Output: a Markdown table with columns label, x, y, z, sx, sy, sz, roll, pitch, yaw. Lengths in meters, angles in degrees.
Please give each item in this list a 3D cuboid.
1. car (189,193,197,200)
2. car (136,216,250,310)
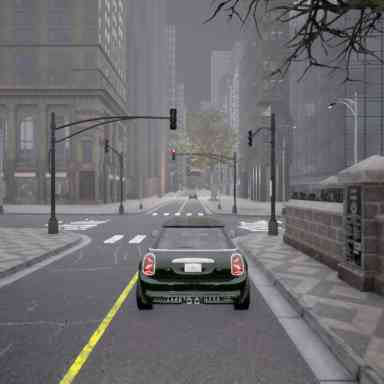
| label | x | y | z | sx | sy | sz | roll | pitch | yaw |
| --- | --- | --- | --- | --- | --- | --- | --- | --- | --- |
| car | 0.243 | 0.937 | 81.241 | 2.097 | 1.767 | 4.553 | 0 | 1 | 0 |
| car | 0.035 | 1.352 | 7.982 | 2.097 | 1.767 | 4.553 | 0 | 0 | 0 |
